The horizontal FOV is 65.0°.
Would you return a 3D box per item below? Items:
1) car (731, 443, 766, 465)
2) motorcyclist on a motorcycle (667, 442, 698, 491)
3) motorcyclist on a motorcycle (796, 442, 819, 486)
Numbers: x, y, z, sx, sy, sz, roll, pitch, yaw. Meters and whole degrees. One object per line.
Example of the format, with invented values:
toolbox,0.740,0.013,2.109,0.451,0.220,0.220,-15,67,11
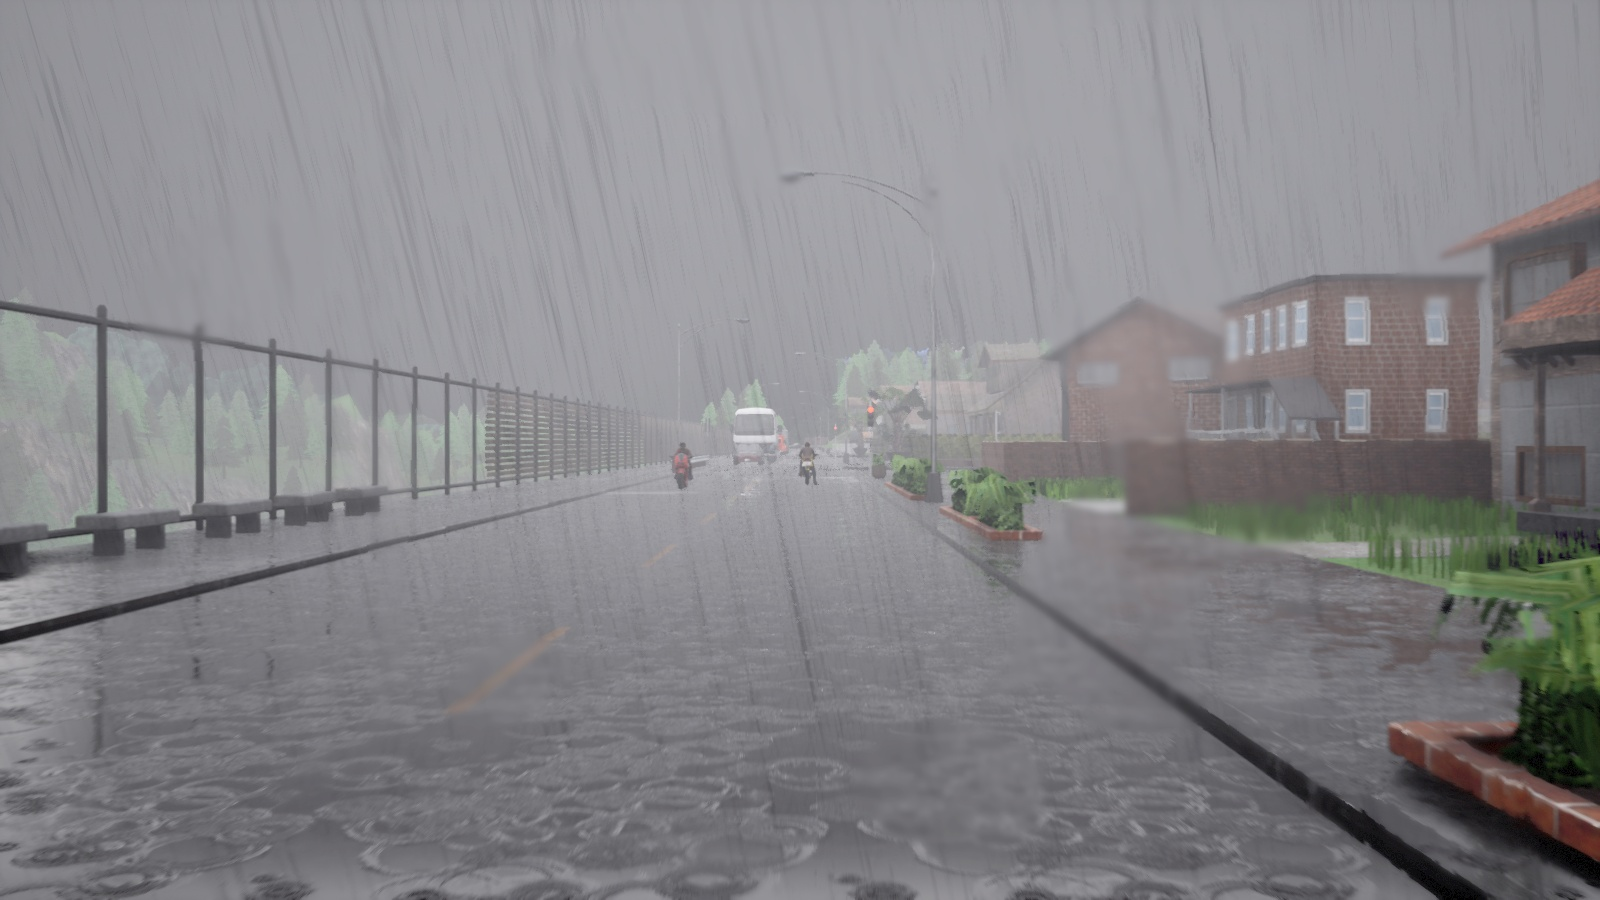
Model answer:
car,-3.505,0.255,86.591,2.163,1.488,4.792,0,0,0
motorcyclist on a motorcycle,-3.763,0.499,40.259,0.797,1.523,2.044,0,0,0
motorcyclist on a motorcycle,0.262,0.477,44.743,0.797,1.523,2.044,0,0,0
